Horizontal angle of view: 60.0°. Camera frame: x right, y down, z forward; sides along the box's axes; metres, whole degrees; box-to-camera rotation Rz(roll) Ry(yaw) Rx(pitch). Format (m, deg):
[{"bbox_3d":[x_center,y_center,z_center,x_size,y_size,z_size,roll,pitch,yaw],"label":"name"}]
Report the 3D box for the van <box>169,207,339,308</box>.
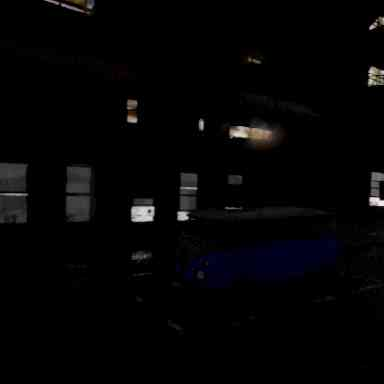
[{"bbox_3d":[1.499,1.252,7.368,3.998,1.788,1.690,0,2,-32],"label":"van"}]
